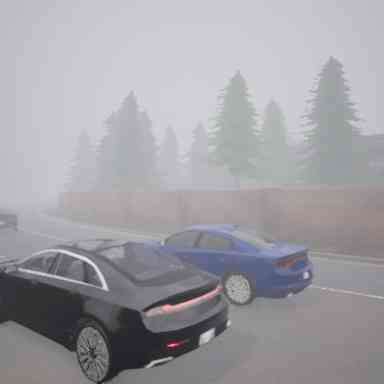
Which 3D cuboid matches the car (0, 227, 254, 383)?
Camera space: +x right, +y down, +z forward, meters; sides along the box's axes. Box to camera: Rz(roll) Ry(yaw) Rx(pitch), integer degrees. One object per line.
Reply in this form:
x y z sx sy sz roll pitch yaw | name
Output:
-1.719 1.539 5.522 4.902 1.511 2.128 0 -1 38 | car

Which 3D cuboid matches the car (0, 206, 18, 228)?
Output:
-12.480 1.645 21.033 1.882 1.535 5.008 0 -1 -40 | car

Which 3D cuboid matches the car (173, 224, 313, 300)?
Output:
0.377 1.553 8.313 5.008 1.535 1.882 0 -1 38 | car
